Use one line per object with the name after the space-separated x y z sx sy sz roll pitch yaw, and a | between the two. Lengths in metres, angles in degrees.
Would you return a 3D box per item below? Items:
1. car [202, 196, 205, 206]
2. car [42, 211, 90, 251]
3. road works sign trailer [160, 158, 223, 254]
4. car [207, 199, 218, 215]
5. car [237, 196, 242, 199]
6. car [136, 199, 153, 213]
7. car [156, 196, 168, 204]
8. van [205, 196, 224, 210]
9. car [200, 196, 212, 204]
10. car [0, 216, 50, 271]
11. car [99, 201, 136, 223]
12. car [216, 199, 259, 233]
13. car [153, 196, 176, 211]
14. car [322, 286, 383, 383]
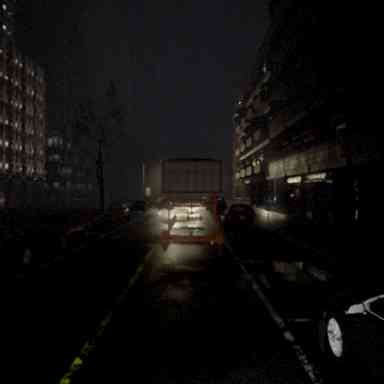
2.670 1.417 41.788 1.967 1.590 4.097 0 0 0 | car
-5.697 1.532 14.120 1.887 1.381 4.507 0 0 0 | car
-0.006 0.452 13.324 2.380 3.560 2.880 0 0 0 | road works sign trailer
2.675 1.562 30.723 1.802 1.307 4.206 0 0 0 | car
13.387 1.329 83.330 4.403 1.369 2.008 -1 1 -1 | car
-5.708 1.560 36.252 1.802 1.307 4.206 0 0 0 | car
-5.721 1.522 63.915 1.887 1.381 4.507 0 0 0 | car
2.673 1.320 36.255 1.690 1.788 3.998 0 0 0 | van
2.659 1.528 63.919 2.008 1.369 4.403 0 0 0 | car
-5.695 1.542 8.588 2.008 1.369 4.403 0 0 0 | car
-5.702 1.506 25.016 1.752 1.417 4.829 0 0 0 | car
2.681 1.424 19.657 1.967 1.590 4.097 0 0 0 | car
-3.109 1.525 40.749 2.033 1.411 5.357 0 0 0 | car
2.689 1.548 3.060 2.008 1.369 4.403 0 0 0 | car
